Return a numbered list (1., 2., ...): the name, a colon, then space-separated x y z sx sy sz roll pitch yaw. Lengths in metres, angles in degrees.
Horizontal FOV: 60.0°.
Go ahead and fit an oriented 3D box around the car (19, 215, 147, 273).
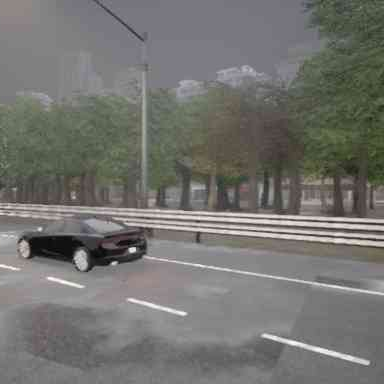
1. car: -3.687 1.495 10.802 5.008 1.535 1.882 0 0 36
